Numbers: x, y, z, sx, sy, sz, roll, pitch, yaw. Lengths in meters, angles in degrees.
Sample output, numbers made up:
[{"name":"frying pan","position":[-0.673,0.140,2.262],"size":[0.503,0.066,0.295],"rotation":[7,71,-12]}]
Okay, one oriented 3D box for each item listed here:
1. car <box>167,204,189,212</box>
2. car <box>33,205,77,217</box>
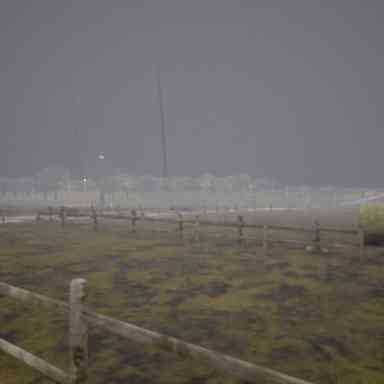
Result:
[{"name":"car","position":[-2.345,2.673,57.120],"size":[1.994,1.385,4.181],"rotation":[1,-1,36]},{"name":"car","position":[-15.720,2.132,38.287],"size":[1.895,1.301,4.718],"rotation":[1,-1,35]}]
